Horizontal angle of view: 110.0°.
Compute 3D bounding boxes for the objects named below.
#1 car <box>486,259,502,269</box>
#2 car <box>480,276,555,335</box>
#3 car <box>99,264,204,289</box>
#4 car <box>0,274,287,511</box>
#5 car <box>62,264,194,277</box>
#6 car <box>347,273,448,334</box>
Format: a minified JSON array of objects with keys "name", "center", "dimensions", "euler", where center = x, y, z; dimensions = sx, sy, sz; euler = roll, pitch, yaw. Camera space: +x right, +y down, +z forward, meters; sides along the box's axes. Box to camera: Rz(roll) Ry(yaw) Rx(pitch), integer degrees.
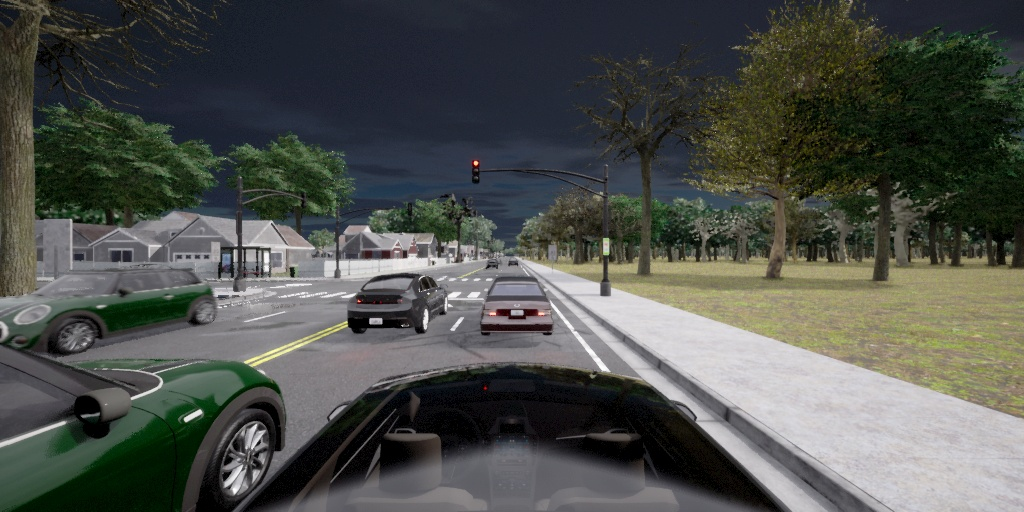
[{"name":"car","center":[-3.027,1.240,56.897],"dimensions":[1.837,1.490,4.892],"euler":[0,1,0]},{"name":"car","center":[0.119,1.297,10.421],"dimensions":[2.033,1.411,5.357],"euler":[0,0,0]},{"name":"car","center":[-22.896,1.285,22.921],"dimensions":[4.892,1.490,1.837],"euler":[0,0,0]},{"name":"car","center":[-3.148,1.102,1.476],"dimensions":[2.097,1.767,4.553],"euler":[0,0,0]},{"name":"car","center":[-9.767,1.101,8.620],"dimensions":[2.097,1.767,4.553],"euler":[0,0,1]},{"name":"car","center":[-3.138,1.254,10.674],"dimensions":[1.837,1.490,4.892],"euler":[0,0,0]}]
